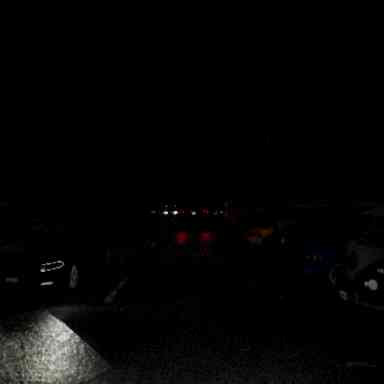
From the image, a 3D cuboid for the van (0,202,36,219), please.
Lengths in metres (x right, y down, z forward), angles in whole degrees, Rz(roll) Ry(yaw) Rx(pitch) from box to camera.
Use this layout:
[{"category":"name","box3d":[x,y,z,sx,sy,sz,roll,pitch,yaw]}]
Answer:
[{"category":"van","box3d":[-8.156,1.332,11.511,4.442,1.987,1.878,0,-1,0]}]

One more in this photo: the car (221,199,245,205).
[{"category":"car","box3d":[5.010,1.733,27.965,4.553,1.767,2.185,0,-1,0]}]

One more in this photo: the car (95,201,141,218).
[{"category":"car","box3d":[-8.006,1.866,36.487,4.553,1.767,2.185,0,-1,0]}]

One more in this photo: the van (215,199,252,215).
[{"category":"van","box3d":[5.161,1.899,41.933,4.442,1.987,1.878,0,-1,0]}]

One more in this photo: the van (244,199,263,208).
[{"category":"van","box3d":[5.158,1.442,16.887,4.442,1.987,1.878,0,-1,0]}]

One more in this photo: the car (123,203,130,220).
[{"category":"car","box3d":[-8.036,1.885,28.162,4.674,1.452,2.002,0,-1,0]}]

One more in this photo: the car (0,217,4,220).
[{"category":"car","box3d":[-8.010,1.539,8.725,4.792,1.488,2.163,0,-1,0]}]

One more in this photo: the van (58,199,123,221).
[{"category":"van","box3d":[-7.921,1.571,25.390,4.442,1.987,1.878,0,-1,0]}]

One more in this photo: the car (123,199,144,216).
[{"category":"car","box3d":[-8.066,1.689,33.718,5.566,2.045,2.435,0,-1,0]}]

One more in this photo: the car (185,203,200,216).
[{"category":"car","box3d":[0.103,2.165,42.784,1.837,1.490,4.892,0,-1,0]}]

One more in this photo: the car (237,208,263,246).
[{"category":"car","box3d":[4.856,1.616,14.112,5.366,1.575,1.946,0,-1,0]}]

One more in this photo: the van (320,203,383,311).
[{"category":"van","box3d":[4.924,1.268,5.957,4.442,1.987,1.878,0,-1,0]}]

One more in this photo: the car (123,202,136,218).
[{"category":"car","box3d":[-8.008,1.922,30.937,4.792,1.488,2.163,0,-1,0]}]

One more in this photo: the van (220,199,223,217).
[{"category":"van","box3d":[5.159,1.681,30.736,4.442,1.987,1.878,0,-1,0]}]

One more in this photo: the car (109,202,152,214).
[{"category":"car","box3d":[-8.222,2.178,44.800,5.366,1.575,1.946,0,-1,0]}]

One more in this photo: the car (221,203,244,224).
[{"category":"car","box3d":[5.036,1.813,25.318,5.008,1.535,2.097,0,-1,0]}]

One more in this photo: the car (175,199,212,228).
[{"category":"car","box3d":[0.103,1.541,24.771,2.150,2.045,5.566,0,-1,0]}]

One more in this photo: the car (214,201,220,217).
[{"category":"car","box3d":[5.036,1.955,33.503,4.892,1.521,2.231,0,-1,0]}]

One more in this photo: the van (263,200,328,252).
[{"category":"van","box3d":[4.924,1.346,11.348,4.442,1.987,1.878,0,-1,0]}]

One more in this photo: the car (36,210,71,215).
[{"category":"car","box3d":[-8.036,1.646,14.282,4.674,1.452,2.002,0,-1,0]}]

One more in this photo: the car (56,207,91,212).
[{"category":"car","box3d":[-8.069,1.683,17.060,4.792,1.488,2.163,0,-1,0]}]

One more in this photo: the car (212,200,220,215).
[{"category":"car","box3d":[4.857,2.000,36.270,5.366,1.575,1.946,0,-1,0]}]

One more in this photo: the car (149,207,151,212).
[{"category":"car","box3d":[-8.032,2.111,42.032,4.892,1.521,2.231,0,-1,0]}]

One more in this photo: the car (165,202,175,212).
[{"category":"car","box3d":[-3.497,2.463,56.738,2.097,1.767,4.553,0,-2,0]}]

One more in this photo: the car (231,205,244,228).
[{"category":"car","box3d":[5.035,1.716,19.653,4.892,1.521,2.231,0,-1,0]}]

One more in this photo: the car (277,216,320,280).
[{"category":"car","box3d":[5.046,1.524,8.574,5.008,1.535,2.097,0,-1,0]}]

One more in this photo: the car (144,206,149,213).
[{"category":"car","box3d":[-8.031,2.046,39.261,5.008,1.535,2.097,0,-1,0]}]

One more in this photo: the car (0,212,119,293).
[{"category":"car","box3d":[-3.600,1.520,9.140,1.882,1.535,5.008,0,-1,0]}]

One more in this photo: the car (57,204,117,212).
[{"category":"car","box3d":[-8.033,1.749,22.610,5.008,1.535,2.097,0,-1,0]}]
